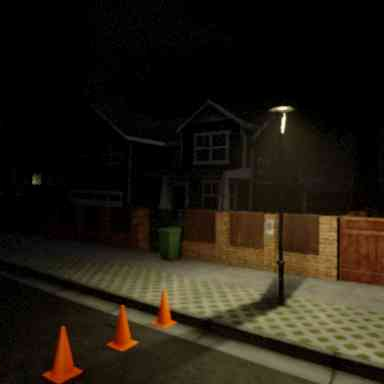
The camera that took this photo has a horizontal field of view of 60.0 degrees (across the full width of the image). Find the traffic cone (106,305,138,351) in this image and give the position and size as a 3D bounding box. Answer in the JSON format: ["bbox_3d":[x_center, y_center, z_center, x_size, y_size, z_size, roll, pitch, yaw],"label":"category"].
[{"bbox_3d":[-1.045,1.985,4.978,0.340,0.580,0.340,0,0,35],"label":"traffic cone"}]

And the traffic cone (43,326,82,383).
[{"bbox_3d":[-1.611,1.977,4.154,0.340,0.580,0.340,0,0,35],"label":"traffic cone"}]

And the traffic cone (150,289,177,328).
[{"bbox_3d":[-0.495,1.994,5.790,0.340,0.580,0.340,0,0,37],"label":"traffic cone"}]
